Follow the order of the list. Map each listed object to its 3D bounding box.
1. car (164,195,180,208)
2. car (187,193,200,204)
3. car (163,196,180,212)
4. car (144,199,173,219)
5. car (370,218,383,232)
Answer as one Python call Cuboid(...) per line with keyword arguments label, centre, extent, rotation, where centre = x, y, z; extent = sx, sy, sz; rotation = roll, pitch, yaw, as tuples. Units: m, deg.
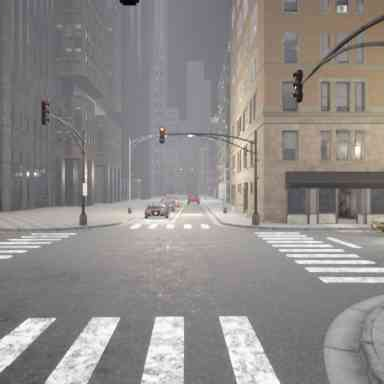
Cuboid(label="car", centre=(-2.923, 1.366, 49.220), extent=(2.097, 1.767, 4.553), rotation=(0, 0, 0))
Cuboid(label="car", centre=(0.303, 1.215, 63.826), extent=(2.150, 2.045, 5.566), rotation=(0, 0, 0))
Cuboid(label="car", centre=(-2.962, 1.503, 39.321), extent=(2.128, 1.511, 4.902), rotation=(0, 0, 0))
Cuboid(label="car", centre=(-3.000, 1.572, 29.467), extent=(1.994, 1.385, 4.181), rotation=(0, 0, 0))
Cuboid(label="car", centre=(12.173, 1.518, 17.782), extent=(4.829, 1.417, 1.752), rotation=(0, 0, -1))
